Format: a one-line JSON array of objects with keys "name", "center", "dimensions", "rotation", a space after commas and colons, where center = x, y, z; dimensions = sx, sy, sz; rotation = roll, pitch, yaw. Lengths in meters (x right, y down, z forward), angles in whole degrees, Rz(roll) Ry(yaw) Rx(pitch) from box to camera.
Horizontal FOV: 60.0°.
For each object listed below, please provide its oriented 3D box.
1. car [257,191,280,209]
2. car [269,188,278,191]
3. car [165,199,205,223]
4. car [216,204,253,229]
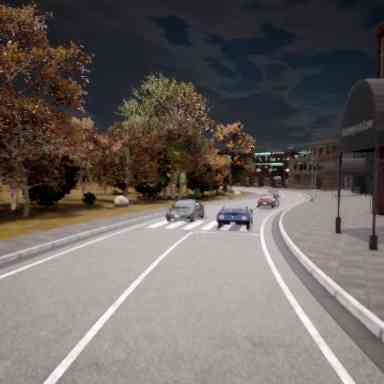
[{"name": "car", "center": [8.593, 1.018, 37.315], "dimensions": [1.812, 1.442, 4.674], "rotation": [2, 2, 23]}, {"name": "car", "center": [15.076, 0.123, 61.743], "dimensions": [2.097, 1.767, 4.553], "rotation": [2, 2, 19]}, {"name": "car", "center": [-0.343, 1.215, 23.014], "dimensions": [1.812, 1.442, 4.674], "rotation": [1, 1, 15]}, {"name": "car", "center": [2.742, 1.398, 20.329], "dimensions": [1.895, 1.301, 4.718], "rotation": [1, 1, 13]}]
